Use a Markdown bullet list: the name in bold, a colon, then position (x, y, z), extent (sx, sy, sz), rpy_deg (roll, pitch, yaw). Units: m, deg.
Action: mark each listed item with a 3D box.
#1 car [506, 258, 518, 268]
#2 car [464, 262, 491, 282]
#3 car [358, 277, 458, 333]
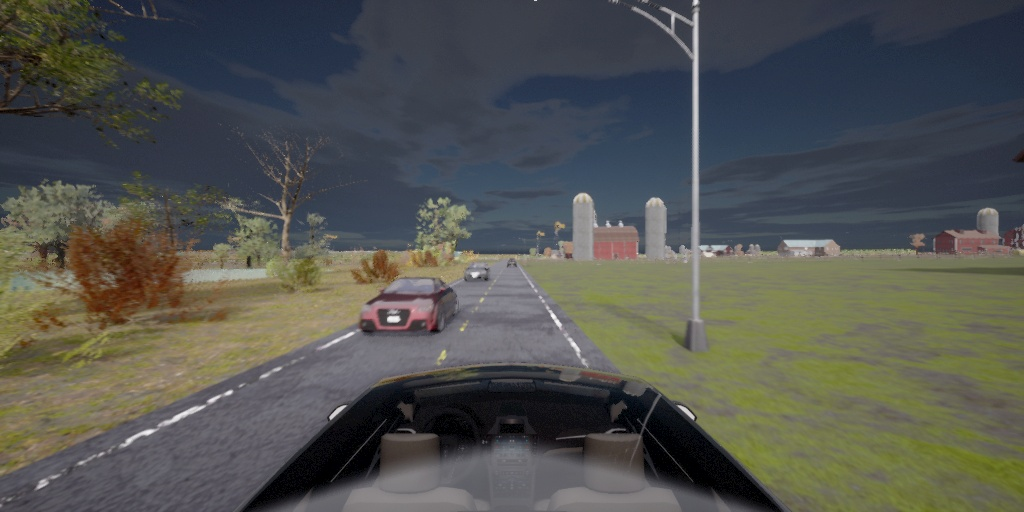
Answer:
- **car**: position (0.009, 1.301, 64.861), extent (1.837, 1.490, 4.892), rpy_deg (0, 0, 0)
- **car**: position (-2.759, 1.250, 29.438), extent (2.128, 1.511, 4.902), rpy_deg (0, 0, 0)
- **car**: position (-2.814, 1.314, 10.548), extent (1.994, 1.385, 4.181), rpy_deg (0, 0, 0)
